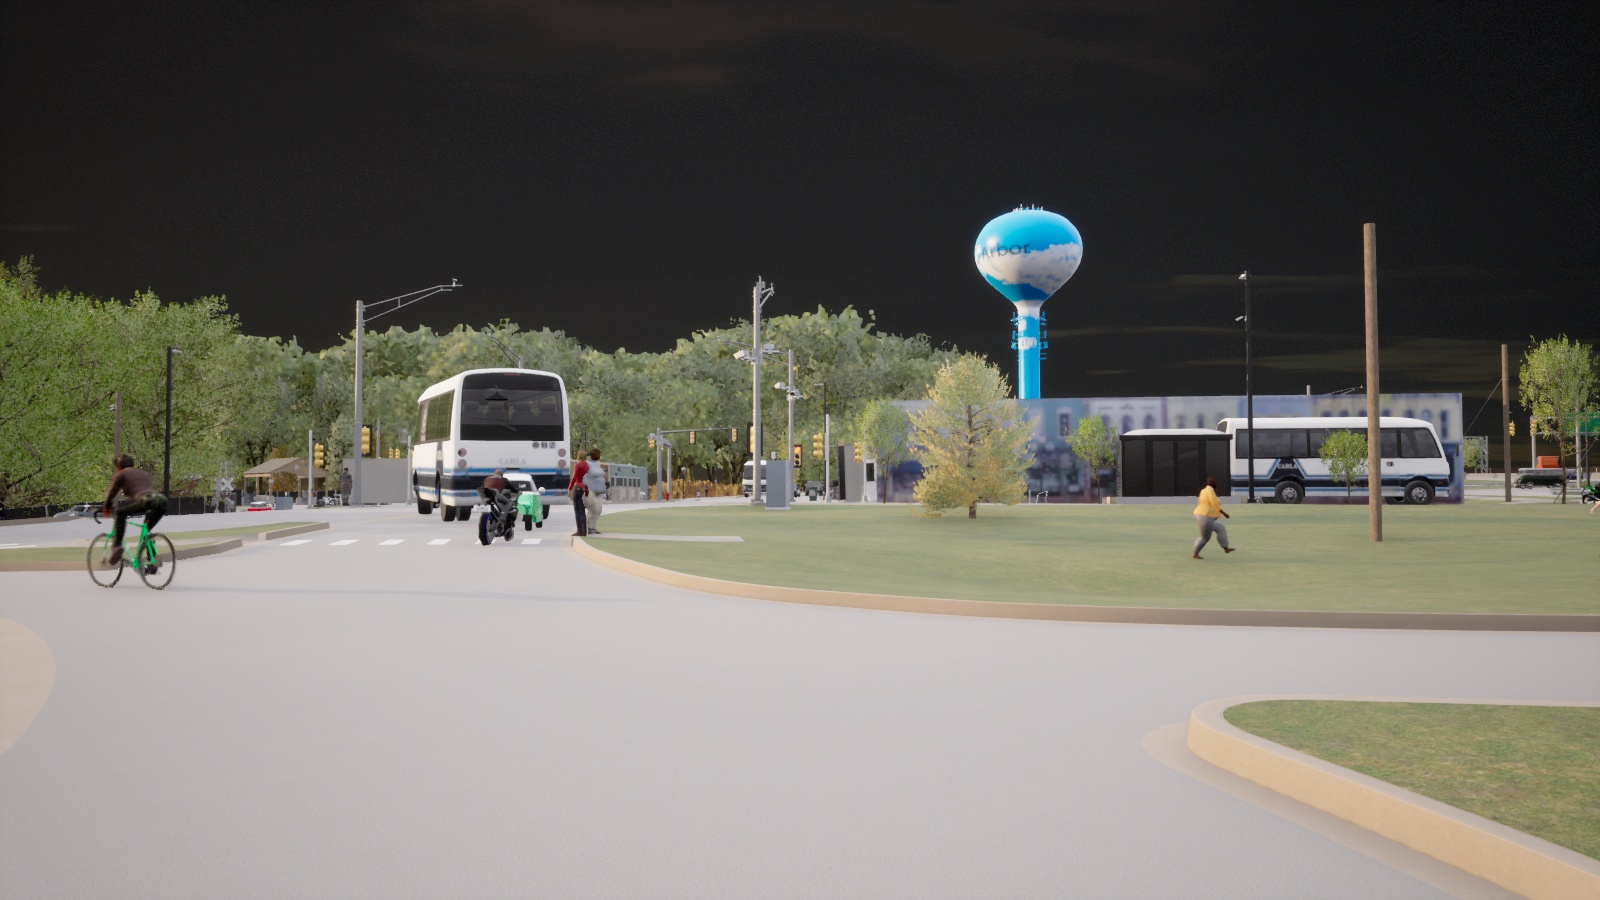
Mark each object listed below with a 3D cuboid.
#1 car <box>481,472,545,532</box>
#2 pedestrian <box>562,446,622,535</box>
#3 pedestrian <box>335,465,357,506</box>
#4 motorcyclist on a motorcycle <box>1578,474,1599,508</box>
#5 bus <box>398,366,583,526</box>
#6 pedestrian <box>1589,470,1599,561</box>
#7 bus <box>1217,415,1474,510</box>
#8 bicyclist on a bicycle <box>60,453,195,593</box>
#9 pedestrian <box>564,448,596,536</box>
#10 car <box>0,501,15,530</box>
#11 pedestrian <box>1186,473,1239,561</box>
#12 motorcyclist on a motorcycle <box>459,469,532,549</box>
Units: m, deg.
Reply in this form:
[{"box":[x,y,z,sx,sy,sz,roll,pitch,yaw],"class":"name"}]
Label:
[{"box":[-7.034,1.251,30.901,1.481,1.376,2.207,0,-1,-11],"class":"car"},{"box":[-4.405,0.867,26.634,0.900,1.855,0.874,-1,-3,30],"class":"pedestrian"},{"box":[-21.888,1.713,60.525,0.659,1.952,0.873,0,-3,8],"class":"pedestrian"},{"box":[36.387,1.853,56.624,2.044,1.523,0.797,-2,-3,21],"class":"motorcyclist on a motorcycle"},{"box":[-9.865,-0.054,38.899,3.944,4.253,10.273,0,-1,-23],"class":"bus"},{"box":[16.563,1.335,25.671,0.594,1.836,0.345,0,-3,5],"class":"pedestrian"},{"box":[25.261,0.647,58.803,10.273,4.253,3.944,0,-3,8],"class":"bus"},{"box":[-8.125,0.872,15.169,1.656,1.620,0.582,-2,-3,27],"class":"bicyclist on a bicycle"},{"box":[-4.634,0.887,26.489,0.636,1.846,0.331,-2,-3,42],"class":"pedestrian"},{"box":[-52.333,4.214,79.893,1.905,1.878,3.866,-1,-1,14],"class":"car"},{"box":[8.901,1.447,27.154,0.900,1.855,0.874,0,-3,6],"class":"pedestrian"},{"box":[-6.113,1.153,25.369,0.866,1.530,2.191,0,-1,2],"class":"motorcyclist on a motorcycle"}]
